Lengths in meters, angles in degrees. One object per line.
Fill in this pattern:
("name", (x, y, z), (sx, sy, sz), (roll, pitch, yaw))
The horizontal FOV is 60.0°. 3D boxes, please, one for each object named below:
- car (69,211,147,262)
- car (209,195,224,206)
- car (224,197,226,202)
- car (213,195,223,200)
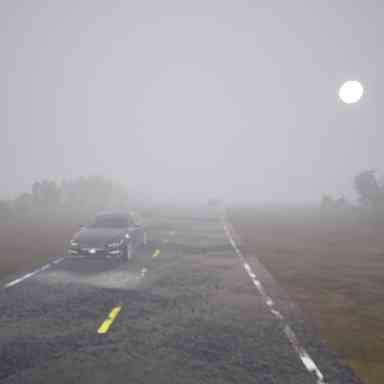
("car", (-2.854, 1.493, 12.213), (1.837, 1.490, 4.892), (0, 0, 2))
("car", (3.794, 1.523, 54.505), (1.994, 1.385, 4.181), (0, 0, 7))
("car", (6.204, 1.501, 71.316), (1.994, 1.385, 4.181), (0, 0, 10))
("car", (7.239, 1.483, 92.087), (1.994, 1.385, 4.181), (0, 0, 12))
